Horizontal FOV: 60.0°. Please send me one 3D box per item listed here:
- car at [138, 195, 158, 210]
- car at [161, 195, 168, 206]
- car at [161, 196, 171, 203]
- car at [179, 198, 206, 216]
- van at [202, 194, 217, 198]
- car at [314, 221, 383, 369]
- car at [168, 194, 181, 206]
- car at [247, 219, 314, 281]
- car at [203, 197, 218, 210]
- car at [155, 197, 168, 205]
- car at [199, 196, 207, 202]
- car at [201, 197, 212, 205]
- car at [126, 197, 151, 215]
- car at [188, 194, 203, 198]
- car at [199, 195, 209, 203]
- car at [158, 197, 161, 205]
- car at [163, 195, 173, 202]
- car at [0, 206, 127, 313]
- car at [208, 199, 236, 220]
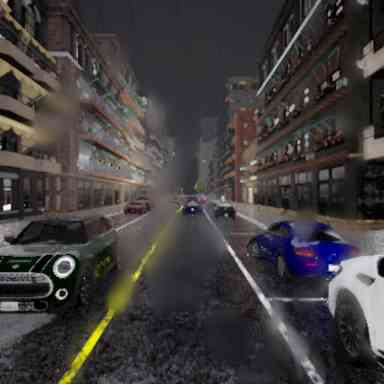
[{"bbox_3d":[-5.695,1.335,39.532,2.192,1.841,5.009,0,0,0],"label":"car"},{"bbox_3d":[-5.701,1.484,56.524,1.967,1.590,4.097,0,0,0],"label":"car"},{"bbox_3d":[-5.706,1.603,73.349,1.752,1.417,4.829,0,0,0],"label":"car"},{"bbox_3d":[0.075,1.577,32.330,1.994,1.385,4.181,0,0,0],"label":"car"},{"bbox_3d":[2.683,1.368,45.196,1.690,1.788,3.998,0,0,0],"label":"van"},{"bbox_3d":[3.105,1.228,2.622,2.150,2.045,5.566,0,0,0],"label":"car"},{"bbox_3d":[-3.026,1.553,56.825,1.837,1.490,4.892,0,-1,0],"label":"car"},{"bbox_3d":[3.087,1.527,9.725,1.812,1.442,4.674,0,0,-3],"label":"car"},{"bbox_3d":[2.684,1.570,39.534,2.008,1.369,4.403,0,0,0],"label":"car"},{"bbox_3d":[-5.703,1.605,62.189,2.008,1.369,4.403,0,0,0],"label":"car"},{"bbox_3d":[2.672,1.672,79.185,1.802,1.307,4.206,0,0,0],"label":"car"},{"bbox_3d":[2.677,1.599,62.191,1.887,1.381,4.507,0,0,0],"label":"car"},{"bbox_3d":[-5.695,1.559,33.867,1.887,1.381,4.507,0,0,0],"label":"car"},{"bbox_3d":[0.060,1.379,46.246,2.097,1.767,4.553,0,0,0],"label":"car"},{"bbox_3d":[2.675,1.518,73.520,1.967,1.590,4.097,0,0,0],"label":"car"},{"bbox_3d":[-5.698,1.593,45.195,1.947,1.339,4.313,0,0,0],"label":"car"},{"bbox_3d":[-5.707,1.530,79.185,1.967,1.590,4.097,0,0,0],"label":"car"},{"bbox_3d":[-3.103,1.353,7.907,2.097,1.767,4.553,0,0,0],"label":"car"},{"bbox_3d":[2.687,1.560,28.203,2.008,1.369,4.403,0,0,0],"label":"car"}]
